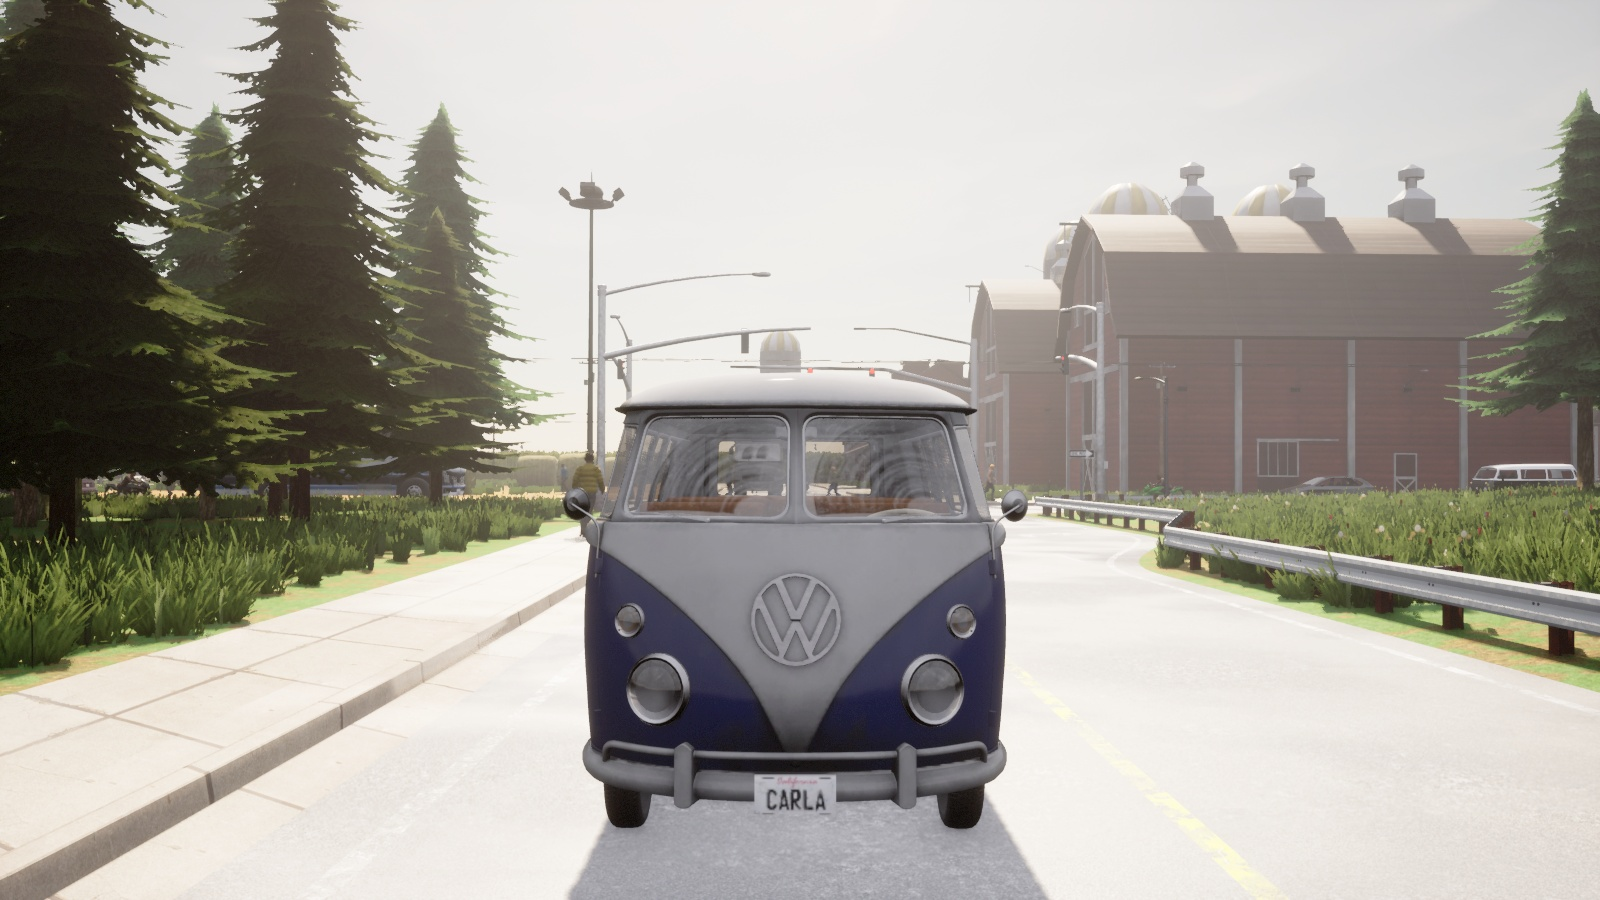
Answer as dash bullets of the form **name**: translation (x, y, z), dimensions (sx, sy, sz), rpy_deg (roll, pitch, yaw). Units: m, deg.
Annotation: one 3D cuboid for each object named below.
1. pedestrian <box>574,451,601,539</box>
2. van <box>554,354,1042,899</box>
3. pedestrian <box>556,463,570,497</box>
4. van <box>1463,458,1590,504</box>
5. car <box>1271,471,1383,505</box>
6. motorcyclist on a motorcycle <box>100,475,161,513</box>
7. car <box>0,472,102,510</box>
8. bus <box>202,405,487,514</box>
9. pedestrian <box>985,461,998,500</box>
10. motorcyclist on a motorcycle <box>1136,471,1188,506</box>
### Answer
- **pedestrian**: translation (-4.472, 0.938, 26.476), dimensions (0.431, 1.840, 0.709), rpy_deg (0, -1, 1)
- **van**: translation (-0.024, 0.681, 6.802), dimensions (1.775, 1.987, 4.442), rpy_deg (0, -1, 0)
- **pedestrian**: translation (-13.596, 1.729, 72.099), dimensions (0.396, 1.930, 0.692), rpy_deg (-1, -1, 43)
- **van**: translation (32.474, 1.376, 56.197), dimensions (4.480, 2.038, 2.069), rpy_deg (0, -1, -1)
- **car**: translation (23.452, 1.699, 55.983), dimensions (4.193, 1.474, 1.816), rpy_deg (0, -1, -1)
- **motorcyclist on a motorcycle**: translation (-27.342, 1.792, 51.301), dimensions (2.044, 1.523, 0.797), rpy_deg (0, -1, -1)
- **car**: translation (-32.903, 1.787, 54.674), dimensions (3.988, 1.617, 1.851), rpy_deg (0, -1, -1)
- **bus**: translation (-18.437, 0.402, 51.531), dimensions (10.273, 4.253, 3.944), rpy_deg (0, -1, -1)
- **pedestrian**: translation (9.134, 1.460, 59.849), dimensions (0.594, 1.836, 0.345), rpy_deg (0, -1, 2)
- **motorcyclist on a motorcycle**: translation (16.080, 1.694, 55.812), dimensions (2.044, 1.523, 0.797), rpy_deg (0, -1, -1)
